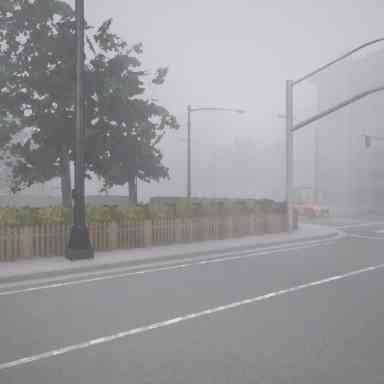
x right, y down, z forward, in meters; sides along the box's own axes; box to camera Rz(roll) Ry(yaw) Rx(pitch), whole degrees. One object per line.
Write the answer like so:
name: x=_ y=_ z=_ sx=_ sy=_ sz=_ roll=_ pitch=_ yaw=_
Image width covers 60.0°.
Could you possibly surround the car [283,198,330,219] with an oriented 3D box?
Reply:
car: x=9.862 y=1.352 z=29.548 sx=2.097 sy=1.767 sz=4.553 roll=0 pitch=0 yaw=-35
